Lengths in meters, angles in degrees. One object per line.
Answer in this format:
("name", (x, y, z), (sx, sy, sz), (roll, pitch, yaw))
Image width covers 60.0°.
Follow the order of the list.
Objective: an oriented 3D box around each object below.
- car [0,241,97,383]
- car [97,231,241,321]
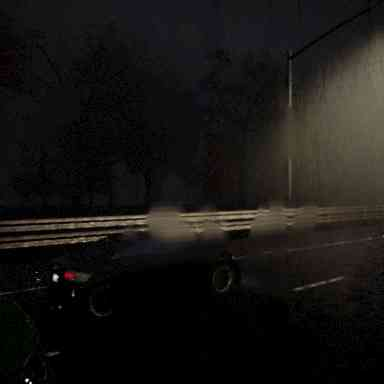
("car", (-3.478, 1.214, 1.257), (5.566, 2.045, 2.150), (0, 0, -36))
("car", (-0.913, 1.572, 7.360), (4.181, 1.385, 1.994), (0, 0, -35))
